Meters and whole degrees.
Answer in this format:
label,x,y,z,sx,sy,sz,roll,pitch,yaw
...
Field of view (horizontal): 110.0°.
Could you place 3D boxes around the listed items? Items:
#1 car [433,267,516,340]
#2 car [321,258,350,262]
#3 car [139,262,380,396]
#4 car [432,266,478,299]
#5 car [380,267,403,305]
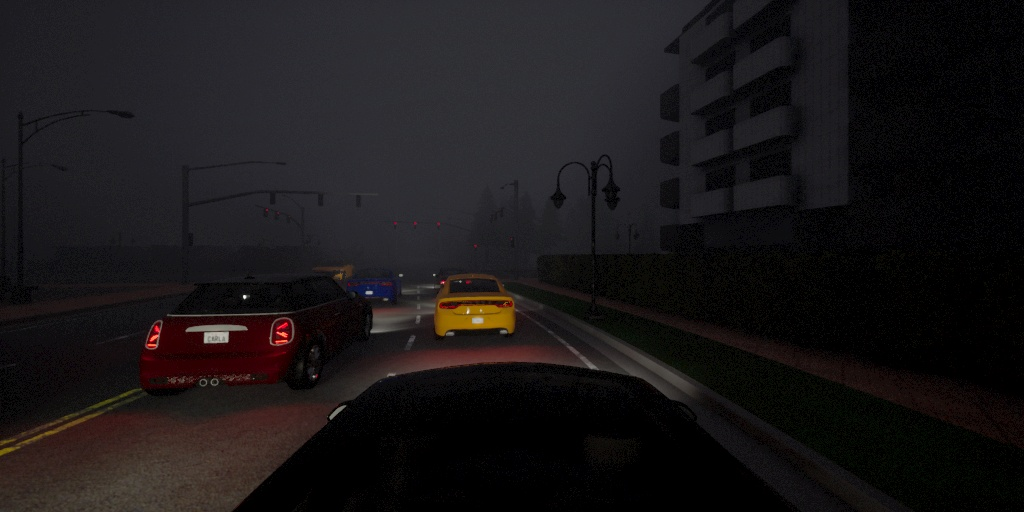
label,x,y,z,sx,sy,sz,roll,pitch,yaw
car,-1.155,1.232,10.114,1.882,1.535,5.008,0,0,-10
car,-11.485,0.893,23.211,1.882,1.535,5.008,0,0,-15
car,-4.210,1.105,6.873,2.097,1.767,4.553,0,0,-8
car,-3.277,1.306,19.707,2.033,1.411,5.357,0,0,-14
car,-5.967,1.235,15.934,1.882,1.535,5.008,0,0,-14
